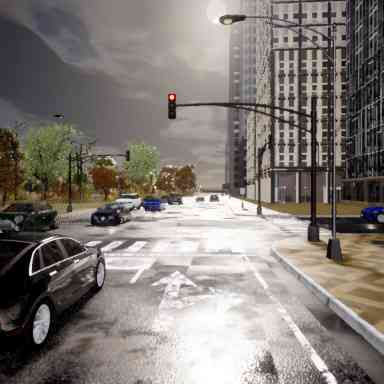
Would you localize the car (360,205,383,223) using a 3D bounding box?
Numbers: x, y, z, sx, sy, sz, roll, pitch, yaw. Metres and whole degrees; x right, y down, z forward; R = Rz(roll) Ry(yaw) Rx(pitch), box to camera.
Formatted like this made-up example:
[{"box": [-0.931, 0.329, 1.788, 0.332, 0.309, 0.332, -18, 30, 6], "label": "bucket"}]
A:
[{"box": [14.356, 1.319, 22.991, 5.008, 1.535, 1.882, 0, 0, 5], "label": "car"}]

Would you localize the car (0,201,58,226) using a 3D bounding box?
[{"box": [-9.257, 1.347, 18.395, 2.097, 1.767, 4.553, 0, 0, 3], "label": "car"}]

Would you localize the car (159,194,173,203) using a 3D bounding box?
[{"box": [-5.305, 1.354, 68.670, 2.097, 1.767, 4.553, 0, 0, 5], "label": "car"}]

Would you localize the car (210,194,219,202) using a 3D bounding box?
[{"box": [5.292, 1.364, 78.818, 2.097, 1.767, 4.553, 0, 0, 5], "label": "car"}]

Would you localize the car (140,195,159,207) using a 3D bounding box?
[{"box": [-6.658, 1.346, 52.806, 2.097, 1.767, 4.553, 0, 0, 5], "label": "car"}]

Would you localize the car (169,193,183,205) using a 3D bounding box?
[{"box": [-2.933, 1.215, 58.556, 2.150, 2.045, 5.566, 0, 0, 5], "label": "car"}]

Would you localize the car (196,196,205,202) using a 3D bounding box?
[{"box": [2.016, 1.602, 78.612, 1.895, 1.301, 4.718, 0, 0, 5], "label": "car"}]

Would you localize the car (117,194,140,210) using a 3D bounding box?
[{"box": [-7.673, 1.213, 40.339, 2.150, 2.045, 5.566, 0, 0, 5], "label": "car"}]

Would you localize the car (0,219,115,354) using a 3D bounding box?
[{"box": [-3.023, 1.504, 6.175, 1.837, 1.490, 4.892, 0, 0, 1], "label": "car"}]

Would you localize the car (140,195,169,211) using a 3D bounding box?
[{"box": [-4.434, 1.469, 39.961, 1.882, 1.535, 5.008, 0, 1, 6], "label": "car"}]

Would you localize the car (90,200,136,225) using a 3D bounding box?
[{"box": [-5.686, 1.541, 23.691, 1.994, 1.385, 4.181, 0, 0, 4], "label": "car"}]
